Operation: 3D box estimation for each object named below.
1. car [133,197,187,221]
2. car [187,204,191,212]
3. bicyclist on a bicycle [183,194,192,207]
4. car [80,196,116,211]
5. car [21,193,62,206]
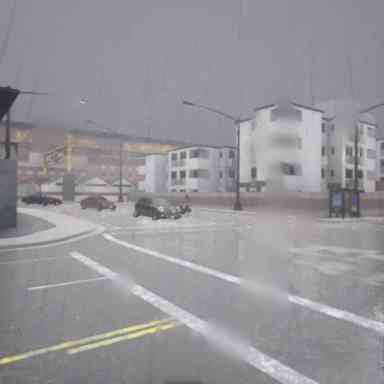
[{"bbox_3d":[-2.761,1.213,26.160,2.097,1.767,4.553,1,1,-37],"label":"car"},{"bbox_3d":[-2.323,1.374,31.823,2.033,1.411,5.357,1,1,-40],"label":"car"},{"bbox_3d":[-0.597,1.108,40.887,0.582,1.620,1.656,2,0,44],"label":"bicyclist on a bicycle"},{"bbox_3d":[-9.646,1.138,33.963,4.674,1.442,1.812,2,1,41],"label":"car"},{"bbox_3d":[-18.055,0.868,39.850,5.357,1.411,2.033,2,0,27],"label":"car"}]
